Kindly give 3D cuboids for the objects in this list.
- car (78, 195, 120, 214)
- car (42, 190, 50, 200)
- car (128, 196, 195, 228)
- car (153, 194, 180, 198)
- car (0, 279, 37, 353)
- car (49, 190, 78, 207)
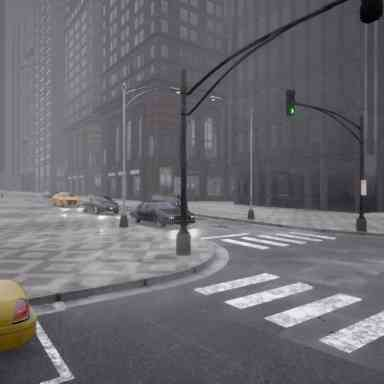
[{"bbox_3d":[-7.775,1.011,28.182,1.837,1.490,4.892,0,1,-36],"label":"car"},{"bbox_3d":[-23.577,0.477,55.487,1.837,1.490,4.892,0,1,-36],"label":"car"},{"bbox_3d":[-2.006,1.237,20.199,2.033,1.411,5.357,0,1,-36],"label":"car"},{"bbox_3d":[-2.410,0.949,26.218,2.097,1.767,4.553,0,1,-36],"label":"car"},{"bbox_3d":[-4.357,1.525,3.536,4.829,1.417,1.752,0,0,-36],"label":"car"},{"bbox_3d":[-13.873,0.798,36.627,1.882,1.535,5.008,0,1,-35],"label":"car"}]
